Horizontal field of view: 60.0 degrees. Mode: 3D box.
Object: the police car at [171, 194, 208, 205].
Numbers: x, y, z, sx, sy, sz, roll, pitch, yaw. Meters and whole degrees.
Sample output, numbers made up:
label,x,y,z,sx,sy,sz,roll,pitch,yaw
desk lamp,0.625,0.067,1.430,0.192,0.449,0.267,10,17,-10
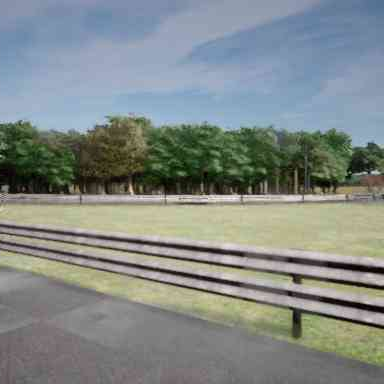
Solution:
label,x,y,z,sx,sy,sz,roll,pitch,yaw
police car,-0.345,1.061,46.734,4.974,1.542,2.038,0,-1,-12
